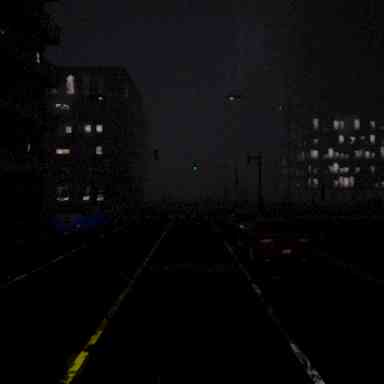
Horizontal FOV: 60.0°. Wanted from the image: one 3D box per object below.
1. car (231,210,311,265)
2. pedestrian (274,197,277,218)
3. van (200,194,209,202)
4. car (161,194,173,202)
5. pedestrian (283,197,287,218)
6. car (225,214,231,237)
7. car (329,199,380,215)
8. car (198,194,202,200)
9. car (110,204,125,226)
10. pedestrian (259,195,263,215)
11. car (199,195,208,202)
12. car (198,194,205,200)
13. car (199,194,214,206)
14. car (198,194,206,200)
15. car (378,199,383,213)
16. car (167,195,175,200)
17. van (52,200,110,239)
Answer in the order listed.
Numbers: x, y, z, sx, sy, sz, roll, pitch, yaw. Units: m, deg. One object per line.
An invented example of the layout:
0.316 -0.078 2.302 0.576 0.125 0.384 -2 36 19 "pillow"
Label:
2.678 1.545 11.617 1.887 1.381 4.507 -1 0 0 "car"
7.133 1.318 28.410 0.375 1.860 0.375 -1 1 0 "pedestrian"
2.640 1.299 72.199 1.690 1.788 3.998 -1 0 0 "van"
-5.705 1.524 72.166 1.947 1.339 4.313 -1 0 0 "car"
8.133 1.370 29.011 0.375 1.860 0.375 -1 1 0 "pedestrian"
2.678 1.581 17.197 1.802 1.307 4.206 -1 0 0 "car"
16.715 1.696 34.949 4.403 1.369 2.008 0 1 1 "car"
2.641 1.412 60.907 1.967 1.590 4.097 -1 0 0 "car"
-5.703 1.549 22.741 2.008 1.369 4.403 -1 0 0 "car"
6.133 1.146 29.607 0.375 1.860 0.375 -1 1 0 "pedestrian"
2.642 1.495 77.845 1.887 1.381 4.507 -1 0 0 "car"
2.646 1.360 94.782 1.967 1.590 4.097 -1 0 0 "car"
2.643 1.523 55.261 1.887 1.381 4.507 -1 0 0 "car"
2.640 1.371 89.136 1.967 1.590 4.097 -1 0 0 "car"
22.197 1.737 34.873 4.313 1.339 1.947 0 1 1 "car"
-5.706 1.475 89.103 1.887 1.381 4.507 -1 0 0 "car"
-5.706 1.340 17.162 1.690 1.788 3.998 -1 0 0 "van"
